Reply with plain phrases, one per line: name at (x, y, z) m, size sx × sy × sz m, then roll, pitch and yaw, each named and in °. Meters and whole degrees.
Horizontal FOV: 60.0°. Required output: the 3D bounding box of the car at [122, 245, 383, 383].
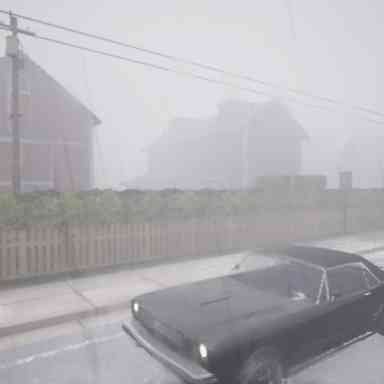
car at (1.445, 1.568, 4.955) m, size 4.718 × 1.301 × 1.895 m, roll -1°, pitch 0°, yaw -35°
